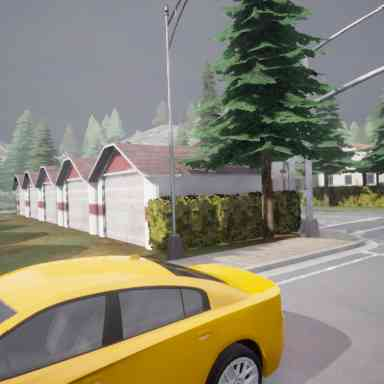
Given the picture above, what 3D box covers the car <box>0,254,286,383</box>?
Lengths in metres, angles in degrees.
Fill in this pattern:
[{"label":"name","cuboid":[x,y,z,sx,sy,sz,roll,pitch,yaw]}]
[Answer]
[{"label":"car","cuboid":[-1.277,1.452,3.078,5.008,1.535,1.882,-2,1,-35]}]
